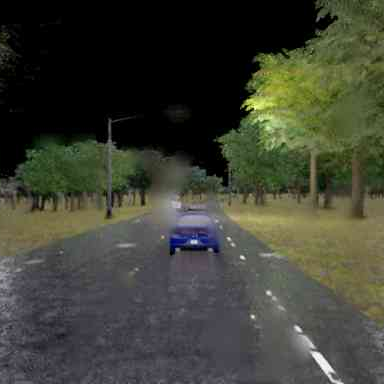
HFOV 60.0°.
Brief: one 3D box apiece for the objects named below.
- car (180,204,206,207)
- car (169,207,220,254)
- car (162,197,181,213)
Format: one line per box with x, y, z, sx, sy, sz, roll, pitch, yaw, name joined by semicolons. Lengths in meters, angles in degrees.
0.458;1.781;28.414;2.128;1.511;4.902;0;0;2;car
0.136;1.621;14.190;1.882;1.535;5.008;0;0;1;car
-2.598;1.669;44.320;2.150;2.045;5.566;0;-1;3;car
